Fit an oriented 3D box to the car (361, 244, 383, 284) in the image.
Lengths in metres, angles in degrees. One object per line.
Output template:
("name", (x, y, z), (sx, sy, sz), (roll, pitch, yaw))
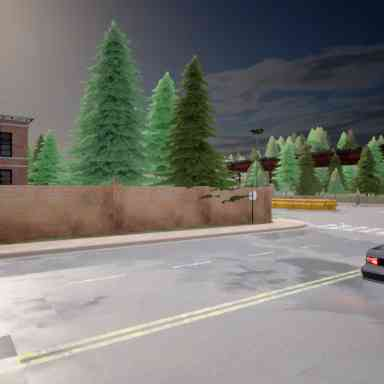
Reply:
("car", (6.323, 1.547, 8.239), (5.357, 1.411, 2.033), (0, 0, -35))
